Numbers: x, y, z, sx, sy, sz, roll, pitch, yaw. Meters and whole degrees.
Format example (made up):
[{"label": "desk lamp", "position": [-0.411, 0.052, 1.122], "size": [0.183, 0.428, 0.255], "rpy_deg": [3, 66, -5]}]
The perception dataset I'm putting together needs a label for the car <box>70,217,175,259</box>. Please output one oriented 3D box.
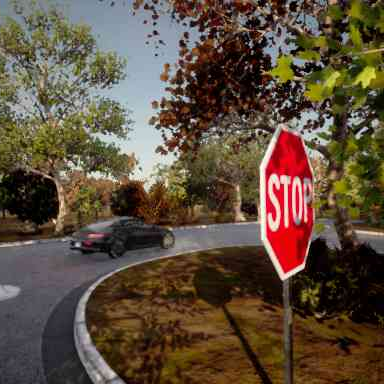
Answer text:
[{"label": "car", "position": [-2.659, 1.742, 13.525], "size": [1.812, 1.442, 4.674], "rpy_deg": [-1, -2, 36]}]
